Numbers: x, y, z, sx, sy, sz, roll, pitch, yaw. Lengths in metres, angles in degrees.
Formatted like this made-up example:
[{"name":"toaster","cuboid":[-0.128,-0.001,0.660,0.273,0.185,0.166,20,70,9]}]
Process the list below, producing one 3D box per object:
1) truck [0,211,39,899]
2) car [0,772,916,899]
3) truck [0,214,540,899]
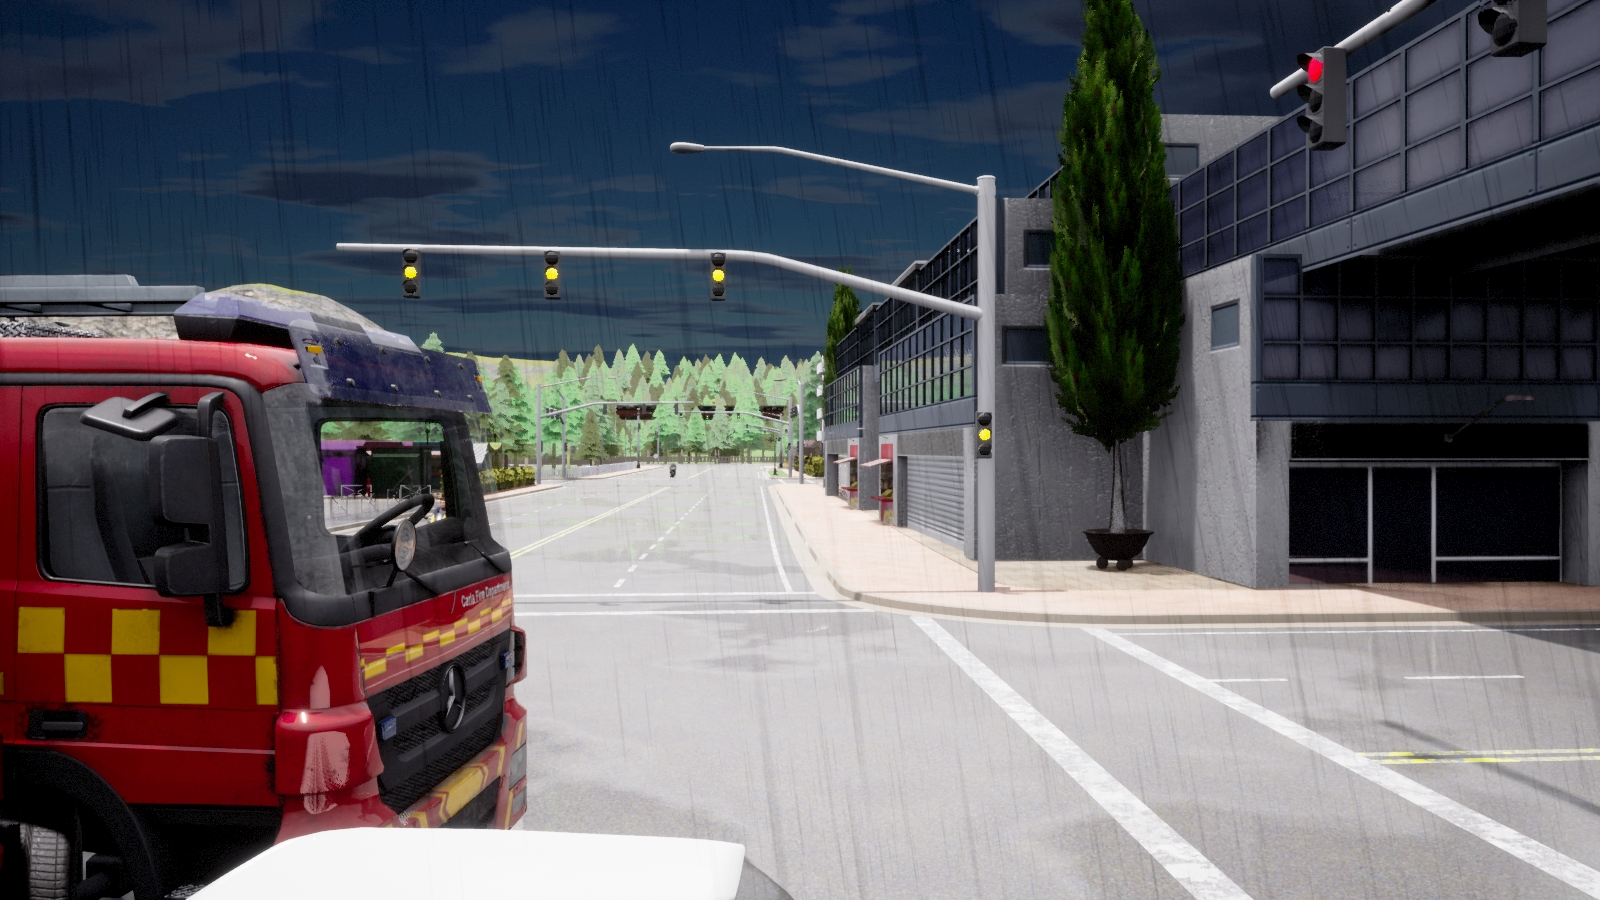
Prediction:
[{"name":"truck","cuboid":[-7.587,0.890,3.490,8.468,3.827,2.891,0,0,-3]},{"name":"car","cuboid":[-1.549,2.065,3.579,3.806,1.475,1.970,0,0,5]},{"name":"truck","cuboid":[-6.102,0.890,6.659,8.468,3.827,2.891,0,0,4]}]
